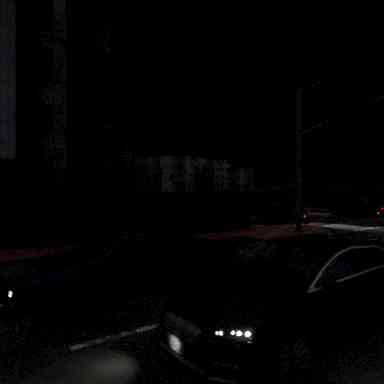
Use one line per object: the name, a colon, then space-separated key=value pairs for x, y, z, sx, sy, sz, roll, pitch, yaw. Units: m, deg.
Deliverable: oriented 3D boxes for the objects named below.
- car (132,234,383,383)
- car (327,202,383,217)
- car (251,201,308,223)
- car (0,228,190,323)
car: x=1.803 y=1.491 z=5.283 sx=4.902 sy=1.511 sz=2.128 roll=0 pitch=0 yaw=-36
car: x=15.441 y=1.600 z=31.671 sx=1.895 sy=1.301 sz=4.718 roll=0 pitch=0 yaw=-36
car: x=6.688 y=1.491 z=26.003 sx=2.128 sy=1.511 sz=4.902 roll=0 pitch=0 yaw=-36
car: x=-1.268 y=1.547 z=7.390 sx=5.357 sy=1.411 sz=2.033 roll=0 pitch=0 yaw=-36
